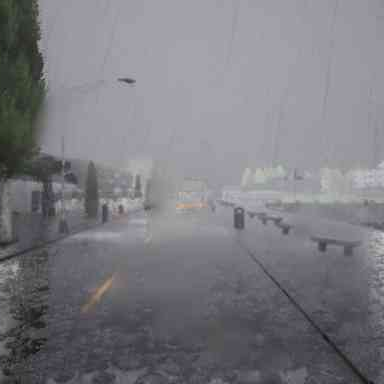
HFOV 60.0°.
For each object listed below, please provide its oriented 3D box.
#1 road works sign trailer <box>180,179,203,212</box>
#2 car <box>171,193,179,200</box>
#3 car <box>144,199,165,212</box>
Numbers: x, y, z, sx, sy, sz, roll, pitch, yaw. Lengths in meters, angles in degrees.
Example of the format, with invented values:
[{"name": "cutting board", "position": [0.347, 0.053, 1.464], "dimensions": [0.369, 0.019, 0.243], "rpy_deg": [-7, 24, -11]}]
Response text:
[{"name": "road works sign trailer", "position": [-0.005, 0.325, 36.838], "dimensions": [2.380, 3.560, 2.880], "rpy_deg": [0, 0, 0]}, {"name": "car", "position": [-4.009, 0.998, 78.452], "dimensions": [2.128, 1.511, 4.902], "rpy_deg": [0, 0, 0]}, {"name": "car", "position": [-4.099, 1.463, 36.505], "dimensions": [1.895, 1.301, 4.718], "rpy_deg": [0, 0, 0]}]
